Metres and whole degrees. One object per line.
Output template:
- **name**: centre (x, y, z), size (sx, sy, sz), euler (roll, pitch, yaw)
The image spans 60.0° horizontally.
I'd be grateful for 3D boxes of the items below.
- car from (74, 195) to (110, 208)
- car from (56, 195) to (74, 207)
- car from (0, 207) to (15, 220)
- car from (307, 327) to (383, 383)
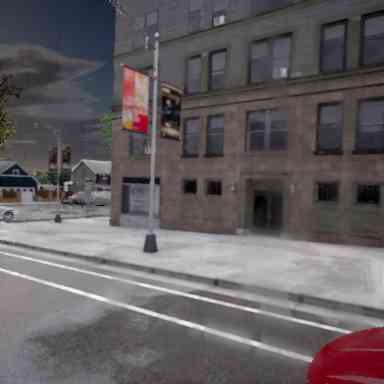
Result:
- **car**: centre (-11.974, 1.241, 41.339), size (1.994, 1.385, 4.181), euler (3, 1, 36)
- **car**: centre (-14.704, 1.083, 43.105), size (2.033, 1.411, 5.357), euler (3, 1, 36)
- **car**: centre (-15.658, 1.425, 24.812), size (1.812, 1.442, 4.674), euler (2, 1, 28)
- **car**: centre (3.089, 1.489, 1.479), size (5.008, 1.535, 1.882), euler (1, 0, 35)
